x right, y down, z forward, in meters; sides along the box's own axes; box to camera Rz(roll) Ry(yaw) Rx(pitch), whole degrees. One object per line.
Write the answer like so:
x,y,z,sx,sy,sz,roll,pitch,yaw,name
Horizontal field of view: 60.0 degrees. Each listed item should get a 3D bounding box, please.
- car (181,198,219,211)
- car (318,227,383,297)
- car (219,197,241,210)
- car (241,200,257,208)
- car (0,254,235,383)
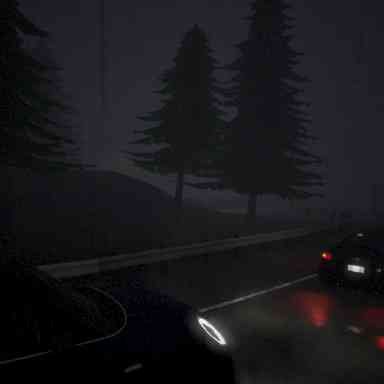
0.341,1.463,41.096,5.008,1.535,1.882,0,0,35,car
4.908,1.564,8.243,4.181,1.385,1.994,0,0,-42,car
3.537,1.517,43.152,4.674,1.442,1.812,0,0,35,car
7.120,1.495,49.177,4.892,1.490,1.837,0,0,35,car
-1.788,1.352,2.767,4.553,1.767,2.097,0,0,-36,car
